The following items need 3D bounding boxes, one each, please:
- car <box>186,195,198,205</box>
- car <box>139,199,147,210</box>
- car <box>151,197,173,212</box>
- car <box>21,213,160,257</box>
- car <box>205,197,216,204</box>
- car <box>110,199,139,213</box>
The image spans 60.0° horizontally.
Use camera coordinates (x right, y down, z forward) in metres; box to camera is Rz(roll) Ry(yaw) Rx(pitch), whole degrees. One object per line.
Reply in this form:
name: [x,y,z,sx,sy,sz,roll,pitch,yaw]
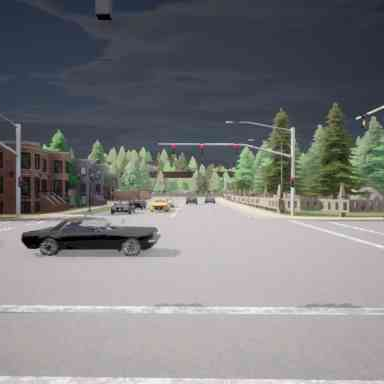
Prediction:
car: [-0.064,1.352,60.148,2.097,1.767,4.553,0,0,0]
car: [-7.133,1.601,43.531,1.895,1.301,4.718,0,0,0]
car: [-3.635,1.478,38.754,1.882,1.535,5.008,0,0,0]
car: [-3.584,1.601,12.371,4.718,1.301,1.895,0,0,2]
car: [3.531,1.564,65.129,1.994,1.385,4.181,0,0,0]
car: [-7.135,1.564,34.778,1.994,1.385,4.181,0,0,0]
